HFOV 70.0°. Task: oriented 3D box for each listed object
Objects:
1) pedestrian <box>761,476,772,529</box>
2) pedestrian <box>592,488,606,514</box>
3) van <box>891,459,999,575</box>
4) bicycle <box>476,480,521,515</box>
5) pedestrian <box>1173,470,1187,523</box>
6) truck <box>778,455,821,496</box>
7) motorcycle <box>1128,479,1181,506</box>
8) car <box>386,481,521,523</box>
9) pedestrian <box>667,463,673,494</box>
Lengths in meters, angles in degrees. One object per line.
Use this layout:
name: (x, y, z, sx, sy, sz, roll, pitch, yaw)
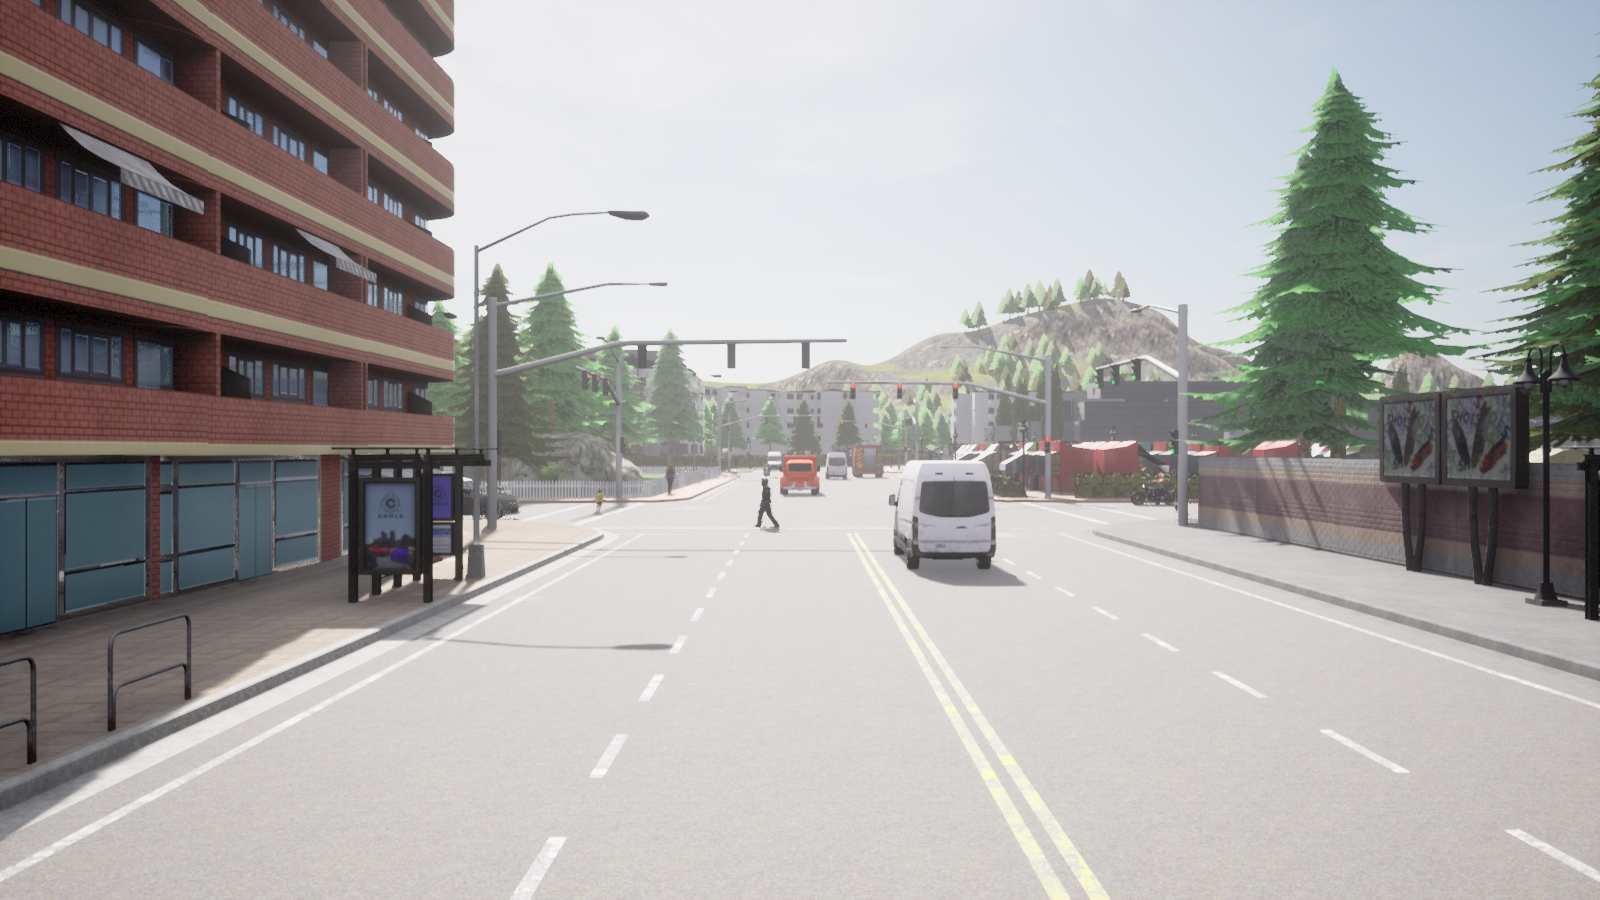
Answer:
pedestrian: (-1.173, 1.845, 40.313, 0.375, 1.860, 0.375, 0, 0, -3)
pedestrian: (-8.637, 2.183, 49.026, 0.500, 1.100, 0.500, 0, 0, 0)
van: (3.505, 1.537, 28.720, 1.988, 2.561, 5.915, 0, 0, 0)
bicycle: (-12.866, 2.009, 48.759, 1.835, 1.471, 0.329, 0, 0, -8)
pedestrian: (13.646, 1.662, 40.997, 0.375, 1.860, 0.375, 0, 0, -1)
truck: (-0.006, 1.576, 72.541, 2.627, 2.467, 5.204, 0, 0, 0)
motorcycle: (17.582, 2.105, 56.689, 2.356, 1.307, 0.764, 0, 0, 0)
car: (-13.548, 2.011, 45.022, 4.892, 1.480, 2.231, 0, 0, -12)
pedestrian: (-7.733, 1.704, 67.970, 0.375, 1.860, 0.375, 0, 0, -1)
